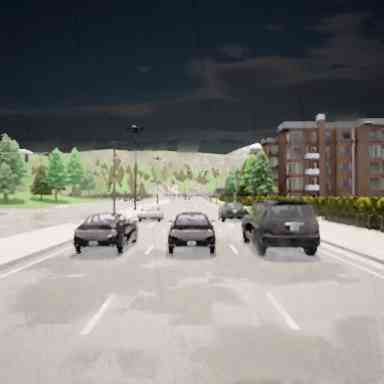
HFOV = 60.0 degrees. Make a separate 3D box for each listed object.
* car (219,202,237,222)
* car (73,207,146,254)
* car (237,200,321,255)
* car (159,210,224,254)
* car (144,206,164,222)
[{"bbox_3d":[3.472,1.629,29.116,2.097,1.767,4.553,0,-1,0],"label":"car"},{"bbox_3d":[-3.506,1.630,14.243,2.128,1.511,4.902,0,0,0],"label":"car"},{"bbox_3d":[3.491,1.351,13.984,2.150,2.045,5.566,0,0,0],"label":"car"},{"bbox_3d":[-0.006,1.630,14.246,2.128,1.511,4.902,0,0,0],"label":"car"},{"bbox_3d":[-3.532,1.880,29.087,1.895,1.301,4.718,0,-1,0],"label":"car"}]
